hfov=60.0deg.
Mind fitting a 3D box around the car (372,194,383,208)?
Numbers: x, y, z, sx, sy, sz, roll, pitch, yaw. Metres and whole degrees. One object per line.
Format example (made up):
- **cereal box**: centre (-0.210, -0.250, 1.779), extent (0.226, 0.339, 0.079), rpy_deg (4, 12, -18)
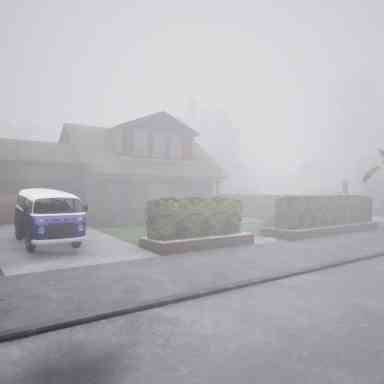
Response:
- **car**: centre (24.038, 0.986, 40.783), extent (3.866, 1.878, 1.905), rpy_deg (0, 0, 0)
